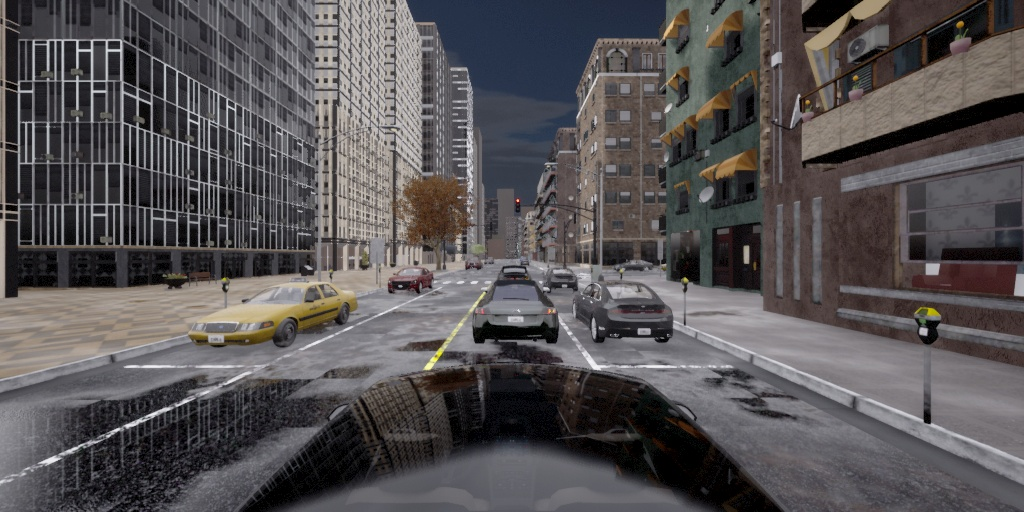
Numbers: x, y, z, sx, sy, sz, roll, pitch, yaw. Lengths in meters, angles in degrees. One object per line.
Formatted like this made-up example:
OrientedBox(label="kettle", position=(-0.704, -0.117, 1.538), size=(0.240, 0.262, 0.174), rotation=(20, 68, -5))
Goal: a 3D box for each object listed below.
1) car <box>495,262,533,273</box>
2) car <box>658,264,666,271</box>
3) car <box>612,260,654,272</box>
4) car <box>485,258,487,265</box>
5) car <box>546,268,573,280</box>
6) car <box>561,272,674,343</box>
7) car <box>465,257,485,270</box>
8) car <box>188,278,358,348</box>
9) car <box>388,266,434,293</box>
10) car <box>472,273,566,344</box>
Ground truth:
OrientedBox(label="car", position=(0.107, 1.259, 19.670), size=(1.837, 1.490, 4.892), rotation=(0, 0, -1))
OrientedBox(label="car", position=(18.837, 1.006, 40.008), size=(4.829, 1.417, 1.751), rotation=(0, 0, -1))
OrientedBox(label="car", position=(13.440, 1.108, 39.954), size=(4.403, 1.370, 2.007), rotation=(0, 0, -1))
OrientedBox(label="car", position=(-5.684, 1.356, 58.451), size=(1.948, 1.339, 4.313), rotation=(0, 0, 0))
OrientedBox(label="car", position=(2.691, 1.305, 20.539), size=(2.007, 1.370, 4.403), rotation=(0, 0, 0))
OrientedBox(label="car", position=(2.690, 1.301, 9.473), size=(2.007, 1.370, 4.403), rotation=(0, 0, 0))
OrientedBox(label="car", position=(-5.685, 1.098, 52.928), size=(2.192, 1.841, 5.009), rotation=(0, 0, 0))
OrientedBox(label="car", position=(-5.690, 1.276, 9.305), size=(1.751, 1.417, 4.829), rotation=(0, 0, 0))
OrientedBox(label="car", position=(-5.689, 1.299, 20.540), size=(1.888, 1.381, 4.507), rotation=(0, 0, 0))
OrientedBox(label="car", position=(0.088, 1.315, 9.621), size=(1.994, 1.385, 4.181), rotation=(0, 0, 0))
